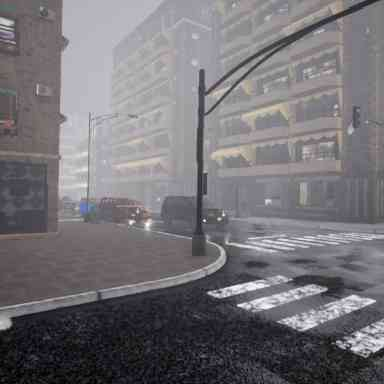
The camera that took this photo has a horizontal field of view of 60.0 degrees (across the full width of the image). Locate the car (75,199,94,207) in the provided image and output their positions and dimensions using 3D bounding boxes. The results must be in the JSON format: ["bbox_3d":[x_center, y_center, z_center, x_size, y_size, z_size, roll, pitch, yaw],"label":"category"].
[{"bbox_3d":[-18.557,1.867,57.262,1.802,1.307,4.206,1,-1,-35],"label":"car"}]

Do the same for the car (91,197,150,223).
[{"bbox_3d":[-5.583,1.310,25.437,2.192,1.841,5.009,1,-1,-35],"label":"car"}]

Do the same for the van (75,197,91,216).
[{"bbox_3d":[-8.815,1.355,29.980,1.690,1.788,3.998,1,-1,-35],"label":"van"}]

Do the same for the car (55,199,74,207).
[{"bbox_3d":[-22.539,1.848,58.613,1.895,1.301,4.718,1,-1,-36],"label":"car"}]

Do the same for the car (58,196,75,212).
[{"bbox_3d":[-15.279,1.369,39.068,2.192,1.841,5.009,1,-1,-35],"label":"car"}]

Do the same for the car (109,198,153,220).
[{"bbox_3d":[-5.564,1.410,29.672,2.097,1.767,4.553,1,-1,-35],"label":"car"}]

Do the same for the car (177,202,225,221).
[{"bbox_3d":[0.735,1.686,30.141,1.752,1.417,4.829,1,-1,-35],"label":"car"}]

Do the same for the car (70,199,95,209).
[{"bbox_3d":[-16.515,1.753,50.146,2.033,1.411,5.357,1,-1,-35],"label":"car"}]

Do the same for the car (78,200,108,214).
[{"bbox_3d":[-11.301,1.657,37.755,1.994,1.385,4.181,1,-1,-35],"label":"car"}]

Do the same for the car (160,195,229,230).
[{"bbox_3d":[0.010,1.249,21.827,2.150,2.045,5.566,1,-1,-36],"label":"car"}]
